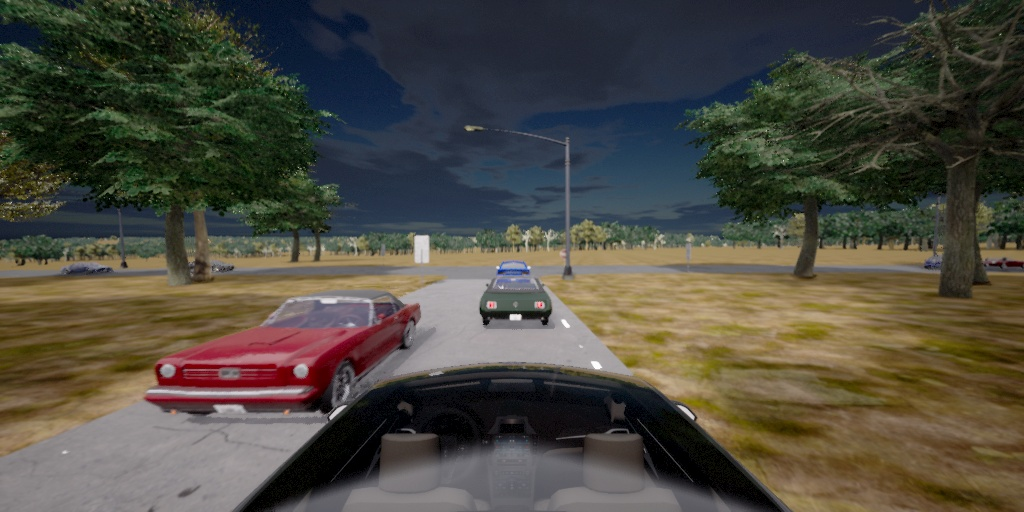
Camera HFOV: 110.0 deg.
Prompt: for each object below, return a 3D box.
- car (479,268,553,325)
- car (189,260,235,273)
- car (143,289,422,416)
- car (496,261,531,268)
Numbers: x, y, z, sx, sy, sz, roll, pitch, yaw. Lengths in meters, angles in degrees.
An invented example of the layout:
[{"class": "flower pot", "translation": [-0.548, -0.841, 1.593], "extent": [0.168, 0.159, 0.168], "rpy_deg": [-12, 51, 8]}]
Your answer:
[{"class": "car", "translation": [0.097, 1.238, 11.242], "extent": [1.895, 1.301, 4.718], "rpy_deg": [0, 1, 0]}, {"class": "car", "translation": [-34.834, 1.164, 41.576], "extent": [4.892, 1.490, 1.837], "rpy_deg": [-1, 3, 5]}, {"class": "car", "translation": [-2.999, 1.298, 6.016], "extent": [1.895, 1.301, 4.718], "rpy_deg": [0, 1, 0]}, {"class": "car", "translation": [0.083, 1.008, 20.710], "extent": [1.882, 1.535, 5.008], "rpy_deg": [0, 1, 0]}]
